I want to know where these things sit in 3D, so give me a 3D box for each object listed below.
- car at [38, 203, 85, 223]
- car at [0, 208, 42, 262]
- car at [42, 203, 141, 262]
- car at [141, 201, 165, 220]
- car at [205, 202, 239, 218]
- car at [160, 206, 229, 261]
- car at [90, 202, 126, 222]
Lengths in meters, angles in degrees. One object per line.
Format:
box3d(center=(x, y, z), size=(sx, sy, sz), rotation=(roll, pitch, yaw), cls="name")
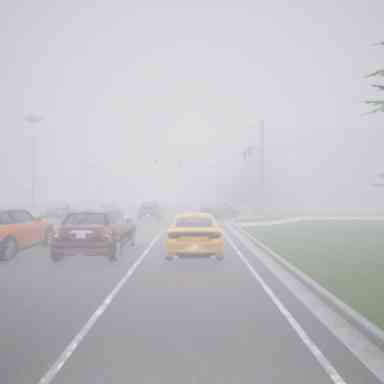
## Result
box3d(center=(-10.414, 1.645, 26.974), size=(1.895, 1.301, 4.718), rotation=(0, 0, 0), cls="car")
box3d(center=(-6.917, 1.374, 12.417), size=(2.097, 1.767, 4.553), rotation=(0, 0, 0), cls="car")
box3d(center=(-3.417, 1.373, 12.391), size=(2.097, 1.767, 4.553), rotation=(0, 0, 0), cls="car")
box3d(center=(-3.411, 1.552, 28.084), size=(1.837, 1.490, 4.892), rotation=(0, 0, 0), cls="car")
box3d(center=(2.272, 1.571, 28.044), size=(1.812, 1.442, 4.674), rotation=(-1, -1, 31), cls="car")
box3d(center=(0.082, 1.498, 12.372), size=(1.882, 1.535, 5.008), rotation=(0, 0, 0), cls="car")
box3d(center=(-6.912, 1.609, 27.800), size=(1.994, 1.385, 4.181), rotation=(0, 0, 0), cls="car")
